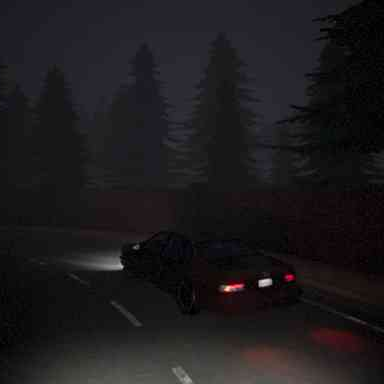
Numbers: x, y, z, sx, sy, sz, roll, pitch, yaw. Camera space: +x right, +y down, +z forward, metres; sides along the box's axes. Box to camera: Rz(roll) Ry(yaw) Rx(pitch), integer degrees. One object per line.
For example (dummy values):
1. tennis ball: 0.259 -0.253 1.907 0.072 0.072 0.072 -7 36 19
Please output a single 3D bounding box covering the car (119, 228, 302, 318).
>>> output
1. car: -0.041 1.568 7.729 2.033 1.411 5.357 0 0 -30
